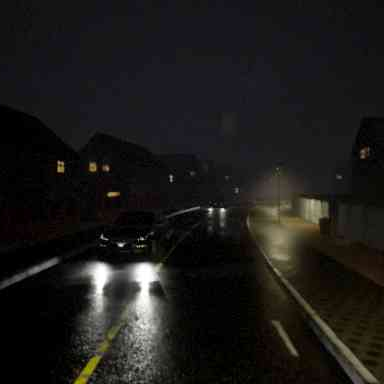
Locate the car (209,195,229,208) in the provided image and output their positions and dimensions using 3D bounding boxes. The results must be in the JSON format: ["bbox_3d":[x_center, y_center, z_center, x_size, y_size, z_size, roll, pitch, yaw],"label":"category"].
[{"bbox_3d":[3.563,1.217,42.933,1.837,1.490,4.892,0,0,17],"label":"car"}]

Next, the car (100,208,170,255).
[{"bbox_3d":[-2.072,1.461,13.216,1.837,1.490,4.892,0,0,6],"label":"car"}]
